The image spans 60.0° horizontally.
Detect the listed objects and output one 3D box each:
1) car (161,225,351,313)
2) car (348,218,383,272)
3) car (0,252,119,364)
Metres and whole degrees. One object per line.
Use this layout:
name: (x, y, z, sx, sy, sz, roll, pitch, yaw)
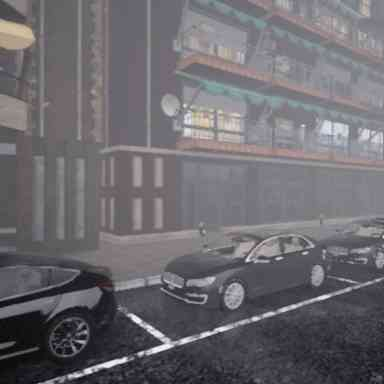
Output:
car: (1.395, 1.554, 7.556, 4.403, 1.369, 2.008, 0, 0, -36)
car: (5.901, 1.559, 10.775, 4.403, 1.369, 2.008, 0, 0, -36)
car: (-3.112, 1.566, 4.337, 4.313, 1.339, 1.947, 0, 0, -36)
